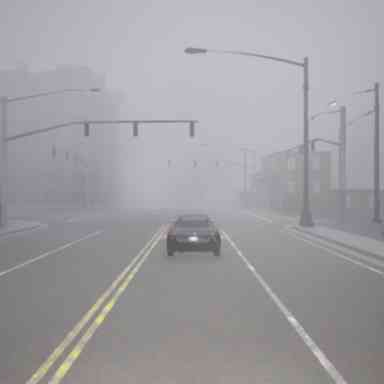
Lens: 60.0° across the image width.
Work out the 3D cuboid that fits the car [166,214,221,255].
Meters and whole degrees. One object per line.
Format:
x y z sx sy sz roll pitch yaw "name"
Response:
0.067 1.572 13.354 1.994 1.385 4.181 0 0 0 "car"
